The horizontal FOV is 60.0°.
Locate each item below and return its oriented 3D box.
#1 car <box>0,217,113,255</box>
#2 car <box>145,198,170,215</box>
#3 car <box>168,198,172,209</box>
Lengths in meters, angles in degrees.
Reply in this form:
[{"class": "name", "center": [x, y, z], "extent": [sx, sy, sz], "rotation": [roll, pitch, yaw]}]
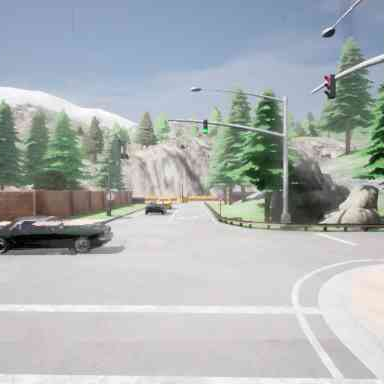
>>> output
[{"class": "car", "center": [-5.470, 1.597, 12.665], "extent": [4.718, 1.301, 1.895], "rotation": [0, 0, -2]}, {"class": "car", "center": [-3.649, 1.604, 34.210], "extent": [1.895, 1.301, 4.718], "rotation": [0, 0, 0]}, {"class": "car", "center": [-3.661, 1.482, 44.424], "extent": [1.882, 1.535, 5.008], "rotation": [0, 0, 0]}]
